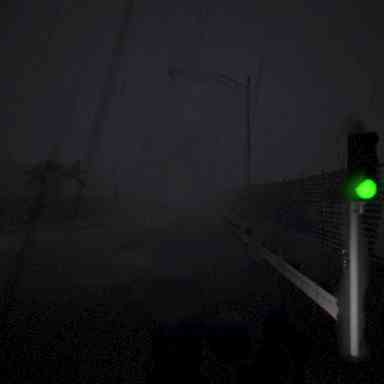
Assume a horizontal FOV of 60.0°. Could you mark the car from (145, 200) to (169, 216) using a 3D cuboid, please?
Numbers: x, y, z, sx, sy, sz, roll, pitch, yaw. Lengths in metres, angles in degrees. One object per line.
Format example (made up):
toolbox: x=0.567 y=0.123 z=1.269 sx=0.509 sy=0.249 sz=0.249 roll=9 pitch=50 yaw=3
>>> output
car: x=-4.093 y=1.940 z=37.969 sx=1.994 sy=1.385 sz=4.181 roll=0 pitch=-1 yaw=0

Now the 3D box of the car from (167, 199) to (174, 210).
car: x=-4.086 y=1.953 z=48.041 sx=1.882 sy=1.535 sz=5.008 roll=0 pitch=-1 yaw=0

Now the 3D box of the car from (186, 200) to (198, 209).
car: x=0.007 y=2.076 z=57.772 sx=1.837 sy=1.490 sz=4.892 roll=0 pitch=-1 yaw=0
